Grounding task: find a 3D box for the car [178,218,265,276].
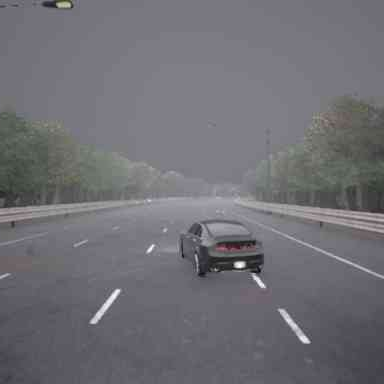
[{"bbox_3d":[0.764,1.621,10.820,1.837,1.490,4.892,-2,0,-11],"label":"car"}]
